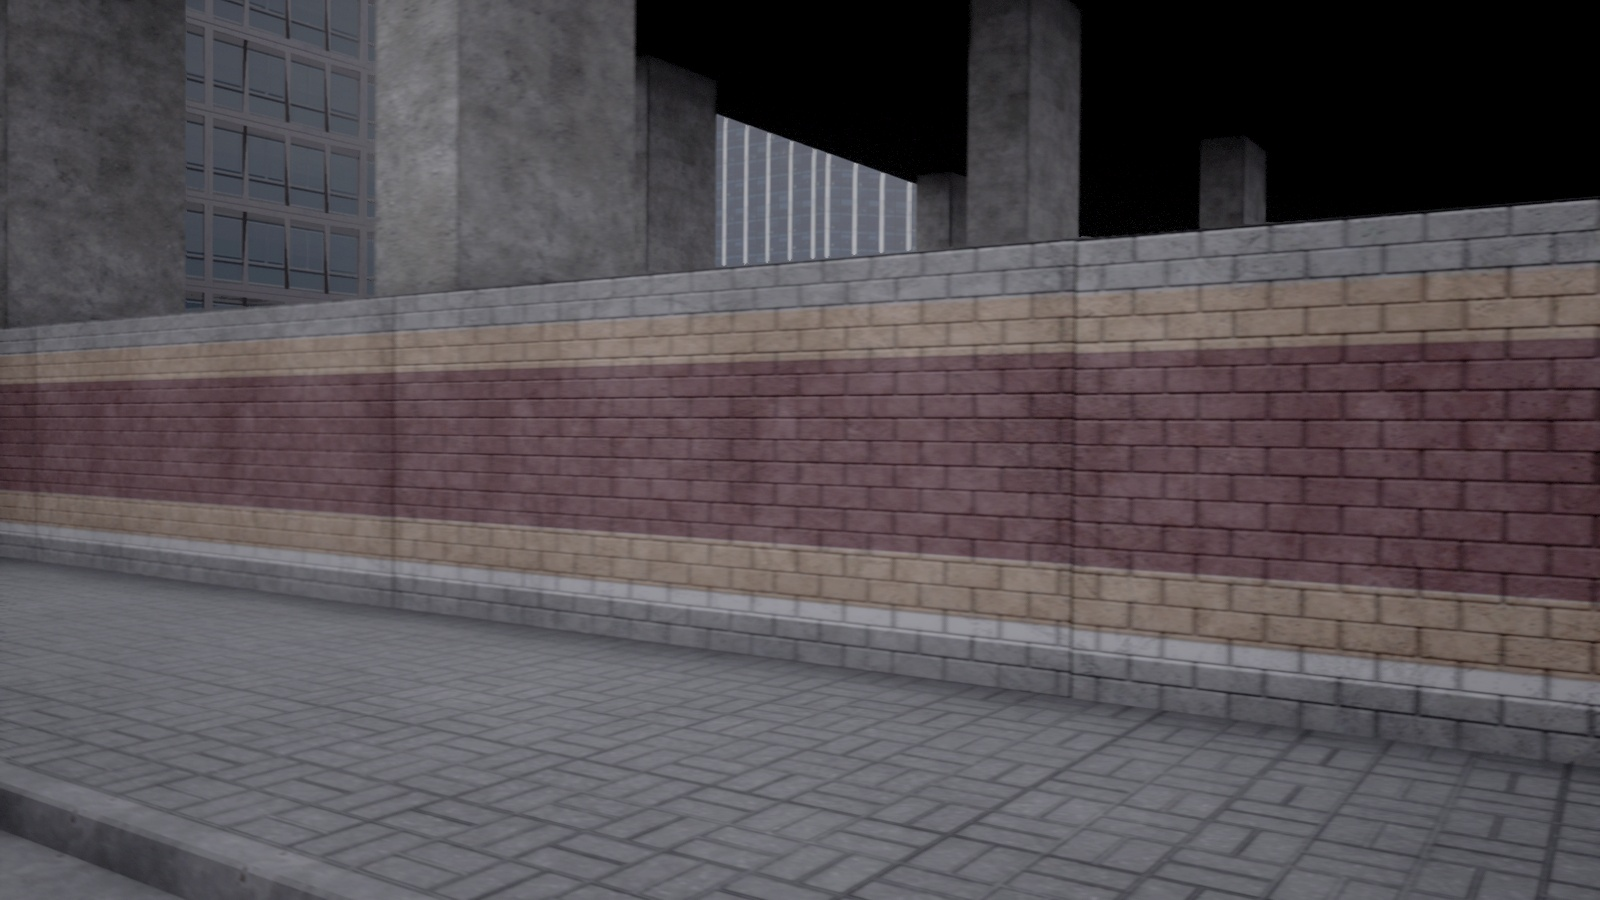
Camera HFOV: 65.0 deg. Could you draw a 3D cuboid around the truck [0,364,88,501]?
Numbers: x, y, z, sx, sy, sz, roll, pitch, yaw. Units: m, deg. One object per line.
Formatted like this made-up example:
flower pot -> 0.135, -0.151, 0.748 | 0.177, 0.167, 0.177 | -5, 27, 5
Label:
truck -> -22.453, -0.415, 31.042 | 2.891, 3.462, 7.936 | 0, 1, 34
